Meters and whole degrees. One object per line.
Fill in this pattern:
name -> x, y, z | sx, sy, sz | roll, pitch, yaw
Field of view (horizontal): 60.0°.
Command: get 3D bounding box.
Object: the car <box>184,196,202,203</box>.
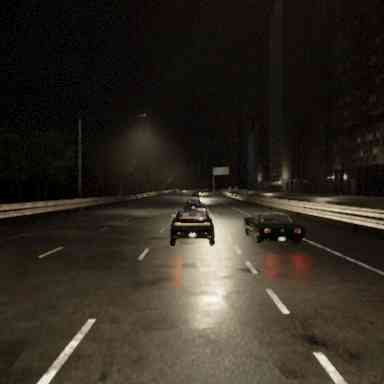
car -> 0.129, 1.464, 35.068 | 1.994, 1.385, 4.181 | 0, 0, 0

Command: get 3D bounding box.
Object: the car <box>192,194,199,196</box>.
car -> 0.291, 1.424, 52.760 | 1.895, 1.301, 4.718 | 0, 0, 1

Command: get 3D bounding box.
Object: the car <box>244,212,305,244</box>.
car -> 3.622, 1.580, 15.547 | 1.895, 1.301, 4.718 | 0, 0, 0

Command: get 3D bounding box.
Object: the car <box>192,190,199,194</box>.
car -> 0.830, 0.854, 88.760 | 1.812, 1.442, 4.674 | 0, 1, 1

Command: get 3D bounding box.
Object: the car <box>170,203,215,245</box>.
car -> 0.025, 1.470, 15.416 | 2.128, 1.511, 4.902 | 0, 0, 0
